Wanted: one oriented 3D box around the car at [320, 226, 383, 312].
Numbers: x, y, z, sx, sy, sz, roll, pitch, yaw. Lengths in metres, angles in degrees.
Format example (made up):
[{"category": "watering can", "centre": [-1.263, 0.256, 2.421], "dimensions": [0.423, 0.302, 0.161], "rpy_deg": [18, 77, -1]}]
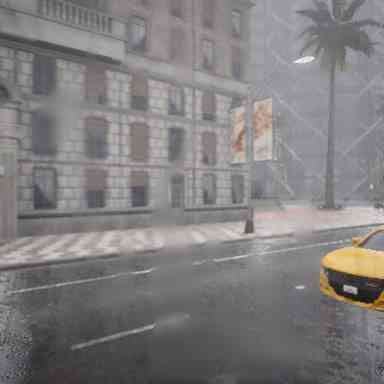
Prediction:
[{"category": "car", "centre": [4.887, 1.463, 7.344], "dimensions": [5.008, 1.535, 1.882], "rpy_deg": [0, 0, -34]}]
